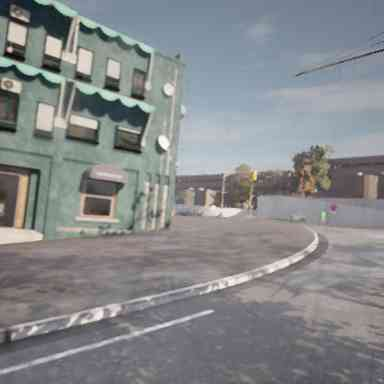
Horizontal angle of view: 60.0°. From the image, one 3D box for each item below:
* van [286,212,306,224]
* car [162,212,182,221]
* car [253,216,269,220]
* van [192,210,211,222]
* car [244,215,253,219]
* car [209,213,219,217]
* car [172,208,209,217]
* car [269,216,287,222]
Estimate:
[{"bbox_3d":[16.162,4.171,50.562,1.878,1.987,4.442,1,-7,27],"label":"van"},{"bbox_3d":[-4.232,5.301,72.297,2.097,1.535,5.008,1,-7,27],"label":"car"},{"bbox_3d":[12.110,4.627,54.971,2.002,1.452,4.674,1,-7,27],"label":"car"},{"bbox_3d":[1.861,4.792,65.719,1.878,1.987,4.442,1,-7,27],"label":"van"},{"bbox_3d":[9.986,4.650,56.974,1.946,1.575,5.366,1,-7,27],"label":"car"},{"bbox_3d":[3.961,4.821,63.675,2.185,1.767,4.553,1,-7,27],"label":"car"},{"bbox_3d":[-0.386,2.869,43.657,1.994,1.385,4.181,9,-7,-43],"label":"car"},{"bbox_3d":[14.145,4.538,52.804,2.002,1.452,4.674,1,-7,27],"label":"car"}]
